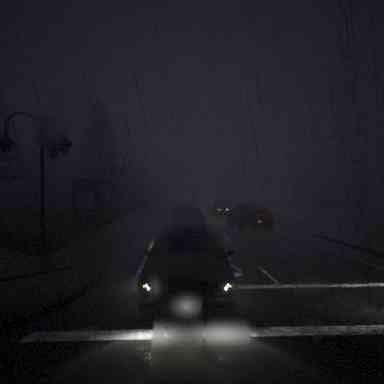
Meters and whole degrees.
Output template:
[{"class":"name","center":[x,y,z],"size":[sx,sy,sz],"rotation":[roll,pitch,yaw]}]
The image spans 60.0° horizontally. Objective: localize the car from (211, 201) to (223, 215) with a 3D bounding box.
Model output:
[{"class":"car","center":[2.750,1.494,29.598],"size":[2.033,1.411,5.357],"rotation":[0,0,-3]}]

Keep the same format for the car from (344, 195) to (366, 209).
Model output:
[{"class":"car","center":[19.534,1.249,41.421],"size":[2.152,1.636,5.027],"rotation":[0,0,-2]}]

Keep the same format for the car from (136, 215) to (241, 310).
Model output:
[{"class":"car","center":[-0.087,1.537,8.268],"size":[2.033,1.411,5.357],"rotation":[0,0,0]}]

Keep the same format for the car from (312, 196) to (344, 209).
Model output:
[{"class":"car","center":[16.402,1.260,41.242],"size":[2.007,1.523,4.514],"rotation":[0,0,-2]}]

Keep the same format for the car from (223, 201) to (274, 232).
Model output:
[{"class":"car","center":[3.374,1.443,20.065],"size":[1.882,1.535,5.008],"rotation":[0,0,-5]}]

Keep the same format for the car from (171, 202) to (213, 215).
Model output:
[{"class":"car","center":[-0.276,1.517,18.473],"size":[2.033,1.411,5.357],"rotation":[0,0,-3]}]
